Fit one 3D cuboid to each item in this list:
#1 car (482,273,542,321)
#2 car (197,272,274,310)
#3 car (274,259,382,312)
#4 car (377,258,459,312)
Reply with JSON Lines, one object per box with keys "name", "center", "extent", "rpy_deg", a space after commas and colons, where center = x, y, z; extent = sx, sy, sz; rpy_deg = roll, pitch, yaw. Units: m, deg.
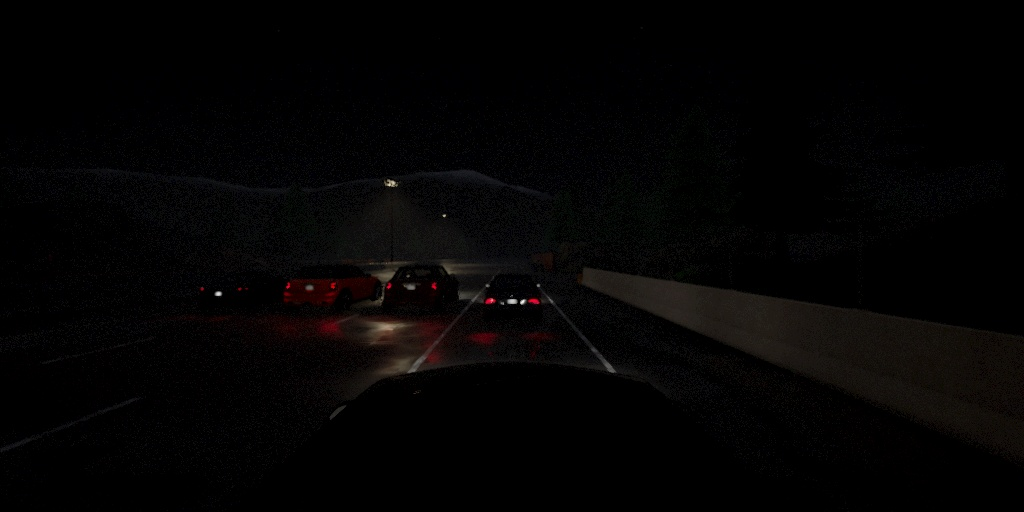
{"name": "car", "center": [0.027, 1.305, 12.379], "extent": [2.033, 1.411, 5.357], "rpy_deg": [0, 0, 1]}
{"name": "car", "center": [-10.450, 1.324, 14.789], "extent": [1.994, 1.385, 4.181], "rpy_deg": [0, 0, 0]}
{"name": "car", "center": [-6.955, 1.110, 14.473], "extent": [2.097, 1.767, 4.553], "rpy_deg": [0, 0, 1]}
{"name": "car", "center": [-3.454, 1.110, 14.469], "extent": [2.097, 1.767, 4.553], "rpy_deg": [0, 0, 0]}
